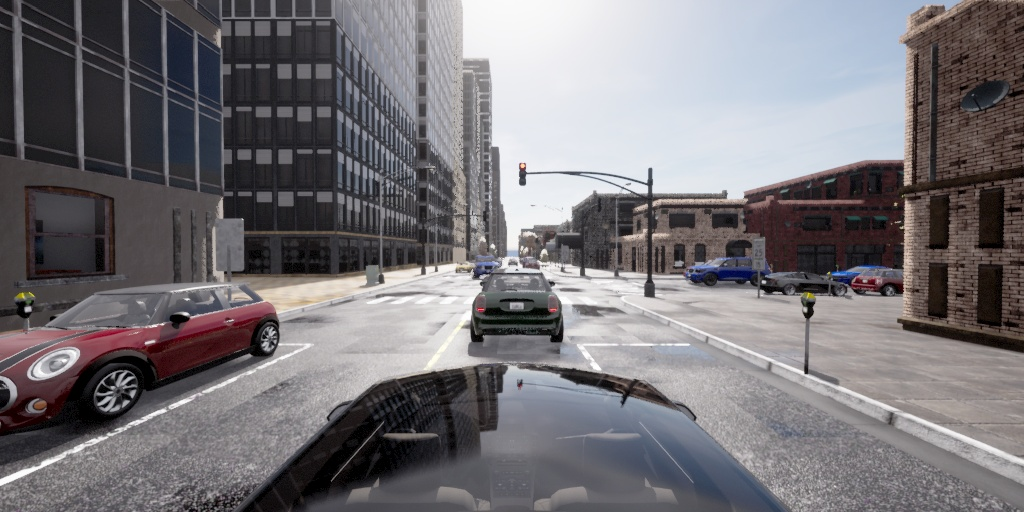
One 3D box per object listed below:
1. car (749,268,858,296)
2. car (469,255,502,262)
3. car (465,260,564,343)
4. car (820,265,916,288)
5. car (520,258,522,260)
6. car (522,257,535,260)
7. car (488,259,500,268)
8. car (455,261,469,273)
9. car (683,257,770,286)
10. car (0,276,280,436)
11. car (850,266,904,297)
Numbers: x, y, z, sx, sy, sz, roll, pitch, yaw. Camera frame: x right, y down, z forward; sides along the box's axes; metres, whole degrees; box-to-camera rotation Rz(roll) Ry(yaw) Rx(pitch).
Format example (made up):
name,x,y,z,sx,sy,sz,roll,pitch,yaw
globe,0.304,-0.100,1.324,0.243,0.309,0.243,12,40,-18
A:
name,x,y,z,sx,sy,sz,roll,pitch,yaw
car,16.438,1.547,20.415,4.313,1.339,1.948,0,0,1
car,-2.397,0.964,32.479,2.150,2.045,5.566,0,0,-10
car,0.146,1.100,9.871,2.097,1.767,4.553,0,0,1
car,25.733,1.456,26.063,5.008,1.535,1.882,1,1,1
car,2.774,1.051,60.384,2.192,1.841,5.009,0,0,0
car,2.757,1.178,49.096,1.967,1.591,4.097,0,0,0
car,-2.998,1.262,59.708,1.812,1.442,4.674,0,0,0
car,-5.769,1.265,43.349,1.751,1.417,4.829,0,0,0
car,15.765,1.105,26.203,5.566,2.045,2.150,1,1,1
car,-5.686,1.188,5.572,1.967,1.591,4.097,0,0,0
car,21.985,1.474,20.336,4.097,1.591,1.967,0,0,1
